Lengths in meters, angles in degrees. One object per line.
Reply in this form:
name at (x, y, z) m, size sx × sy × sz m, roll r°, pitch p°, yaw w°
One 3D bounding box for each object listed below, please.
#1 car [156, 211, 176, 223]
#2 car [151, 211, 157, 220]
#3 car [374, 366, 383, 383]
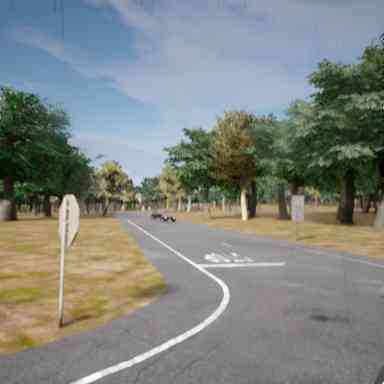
car at (-3.577, 3.717, 48.064) m, size 1.895 × 1.301 × 4.718 m, roll 2°, pitch -3°, yaw -14°
car at (-5.856, 4.014, 56.900) m, size 1.882 × 1.535 × 5.008 m, roll 2°, pitch -3°, yaw -14°
car at (3.517, 1.623, 2.587) m, size 4.181 × 1.385 × 1.994 m, roll 1°, pitch -3°, yaw -17°
